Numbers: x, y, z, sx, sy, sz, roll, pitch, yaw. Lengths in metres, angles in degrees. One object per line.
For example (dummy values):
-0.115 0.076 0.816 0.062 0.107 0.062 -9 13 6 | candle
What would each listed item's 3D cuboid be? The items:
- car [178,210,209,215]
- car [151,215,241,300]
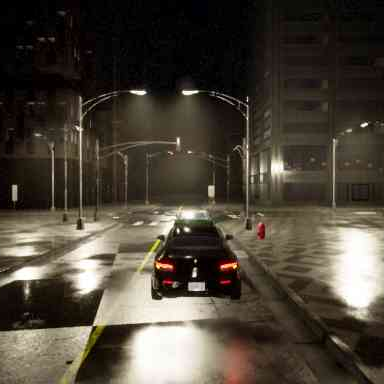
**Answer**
0.071 1.593 17.260 1.895 1.301 4.718 0 0 0 | car
0.083 1.523 8.236 1.812 1.442 4.674 0 0 0 | car
